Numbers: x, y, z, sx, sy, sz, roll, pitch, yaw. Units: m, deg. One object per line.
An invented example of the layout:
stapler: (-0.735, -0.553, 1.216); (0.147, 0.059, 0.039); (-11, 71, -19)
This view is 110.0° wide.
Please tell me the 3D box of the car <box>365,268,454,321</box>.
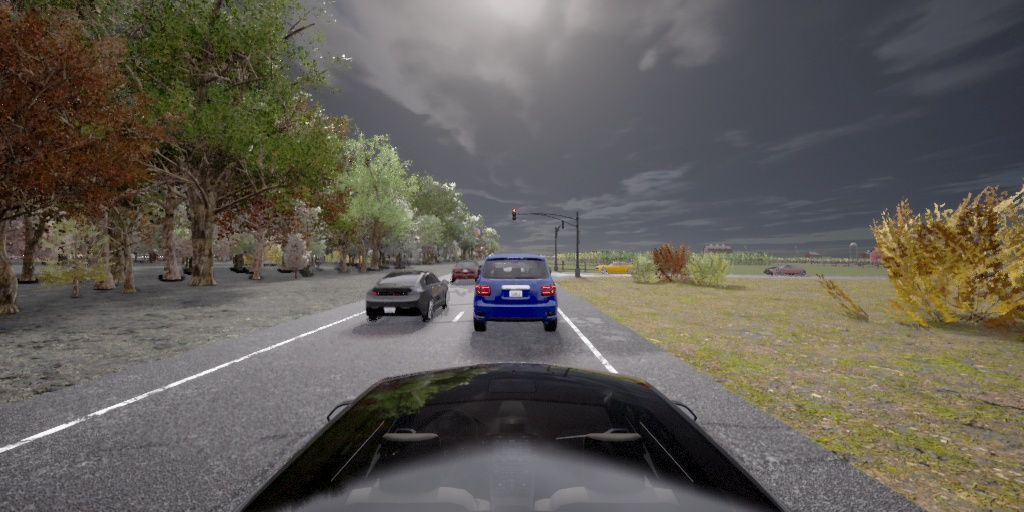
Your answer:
car: (-3.414, 1.258, 12.421); (1.837, 1.490, 4.892); (0, 0, 0)

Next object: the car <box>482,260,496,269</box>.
car: (-3.483, 1.357, 55.818); (1.895, 1.301, 4.718); (0, 0, 0)

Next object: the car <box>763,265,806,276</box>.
car: (32.968, 1.732, 43.431); (4.181, 1.385, 1.994); (1, -1, 0)

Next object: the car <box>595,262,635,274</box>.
car: (12.708, 1.428, 43.732); (5.008, 1.535, 1.882); (1, -1, 3)

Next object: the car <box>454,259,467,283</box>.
car: (-3.440, 1.107, 28.470); (2.097, 1.767, 4.553); (0, 0, 0)

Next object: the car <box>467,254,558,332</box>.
car: (0.089, 0.974, 11.054); (2.150, 2.045, 5.566); (0, 0, 0)
